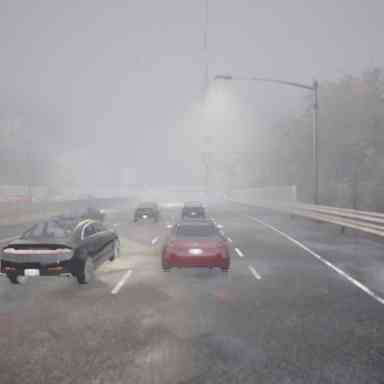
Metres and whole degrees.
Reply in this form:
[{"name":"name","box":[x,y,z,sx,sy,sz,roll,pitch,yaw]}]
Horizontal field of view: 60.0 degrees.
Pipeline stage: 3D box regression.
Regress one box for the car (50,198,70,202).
[{"name":"car","box":[-21.033,1.629,54.779,1.994,1.385,4.181,0,0,1]}]

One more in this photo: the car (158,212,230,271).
[{"name":"car","box":[0.102,1.569,10.953,1.994,1.385,4.181,0,0,0]}]

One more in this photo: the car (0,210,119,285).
[{"name":"car","box":[-3.398,1.496,9.487,2.128,1.511,4.902,0,0,0]}]

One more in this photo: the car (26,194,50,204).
[{"name":"car","box":[-24.532,1.568,54.123,1.837,1.490,4.892,0,0,1]}]

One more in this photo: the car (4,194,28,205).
[{"name":"car","box":[-28.025,1.286,53.847,2.150,2.045,5.566,0,0,1]}]

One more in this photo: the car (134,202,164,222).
[{"name":"car","box":[-3.394,1.525,26.337,1.837,1.490,4.892,0,0,0]}]

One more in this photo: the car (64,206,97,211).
[{"name":"car","box":[-6.897,1.562,20.939,2.033,1.411,5.357,0,0,0]}]

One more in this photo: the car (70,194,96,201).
[{"name":"car","box":[-17.533,1.285,54.757,2.150,2.045,5.566,0,0,1]}]

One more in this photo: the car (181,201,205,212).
[{"name":"car","box":[0.106,1.499,27.860,1.882,1.535,5.008,0,0,0]}]
